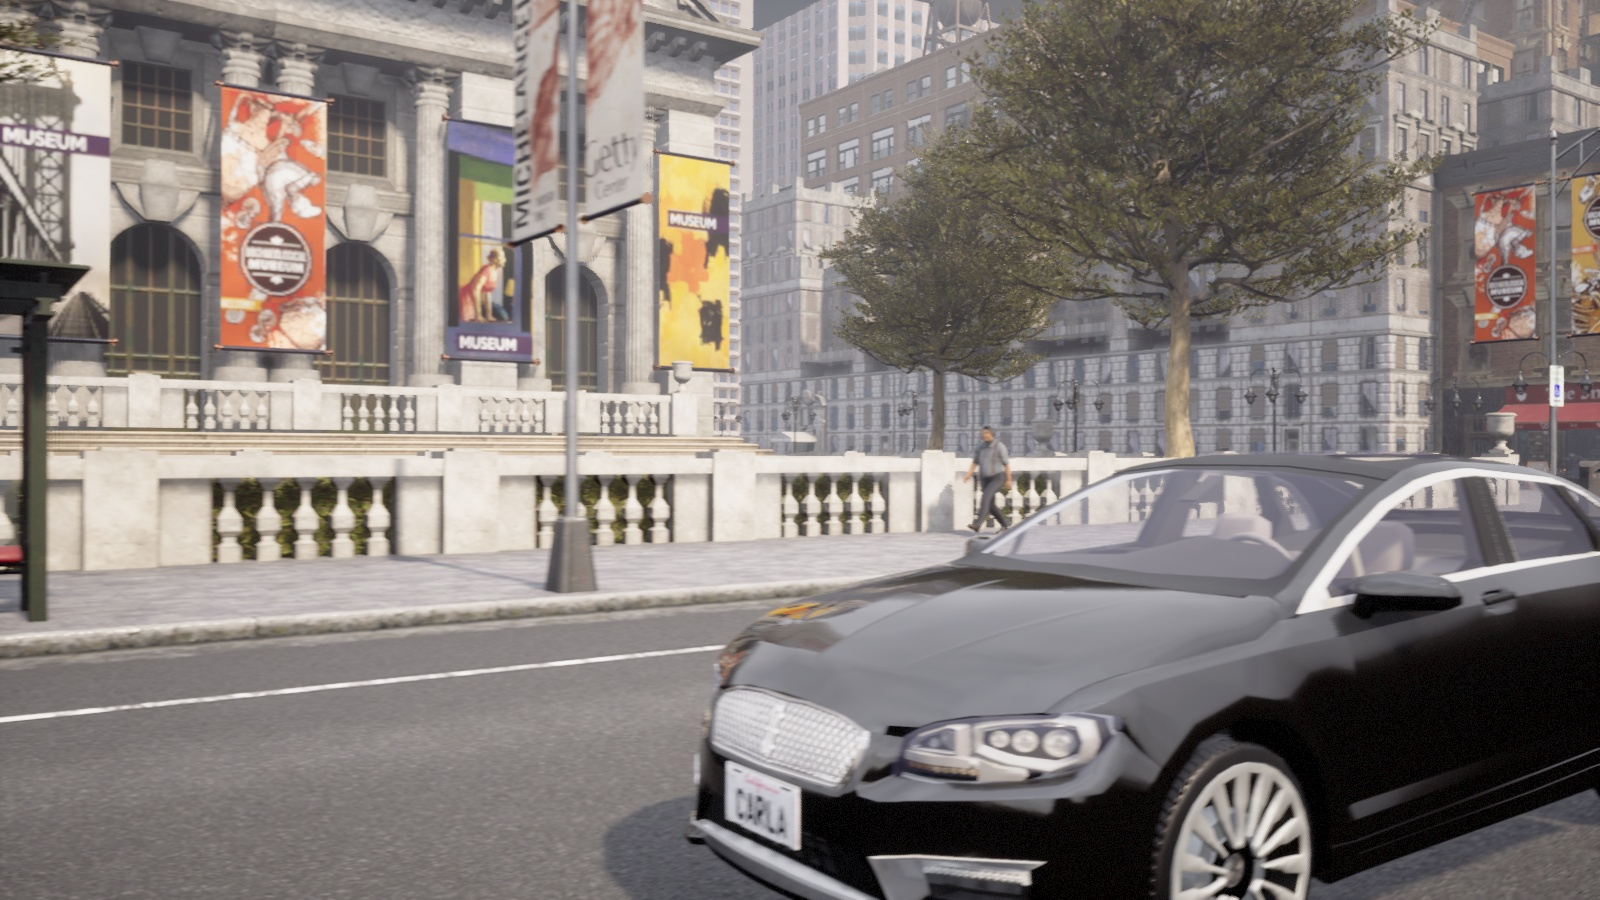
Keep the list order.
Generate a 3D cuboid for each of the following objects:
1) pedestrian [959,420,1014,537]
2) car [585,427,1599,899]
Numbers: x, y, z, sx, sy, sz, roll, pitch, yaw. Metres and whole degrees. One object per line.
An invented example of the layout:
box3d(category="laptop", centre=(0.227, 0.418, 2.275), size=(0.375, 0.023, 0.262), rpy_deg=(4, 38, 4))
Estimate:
box3d(category="pedestrian", centre=(3.011, 0.445, 20.253), size=(0.694, 1.848, 0.540), rpy_deg=(0, 0, -40))
box3d(category="car", centre=(1.861, 0.709, 4.967), size=(4.902, 1.511, 2.128), rpy_deg=(0, 0, -35))
